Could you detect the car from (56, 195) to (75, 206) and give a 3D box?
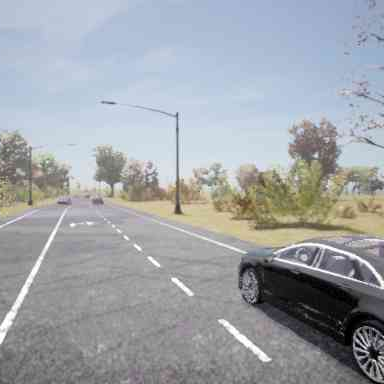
[{"bbox_3d":[-22.147,1.617,57.758,2.033,1.411,5.357,0,0,-13],"label":"car"}]

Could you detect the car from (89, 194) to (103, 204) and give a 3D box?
[{"bbox_3d":[-18.504,1.534,65.024,2.128,1.511,4.902,0,0,-19],"label":"car"}]

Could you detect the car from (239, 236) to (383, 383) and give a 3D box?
[{"bbox_3d":[2.481,1.478,5.473,2.128,1.511,4.902,0,0,-19],"label":"car"}]
